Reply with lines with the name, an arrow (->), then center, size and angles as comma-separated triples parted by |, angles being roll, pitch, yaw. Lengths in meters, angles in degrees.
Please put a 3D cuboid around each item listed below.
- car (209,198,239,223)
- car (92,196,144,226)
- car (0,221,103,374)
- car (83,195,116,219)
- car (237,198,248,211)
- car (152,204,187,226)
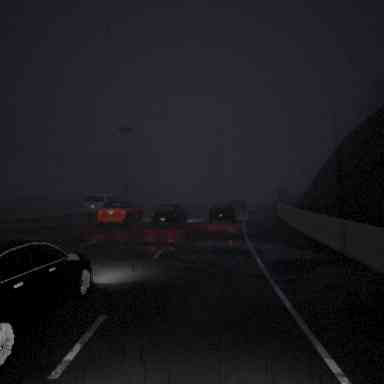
car -> 2.448, 1.509, 26.008 | 1.882, 1.535, 5.008 | 0, 0, 9
car -> -4.987, 1.368, 23.777 | 2.097, 1.767, 4.553 | 0, 0, 8
car -> -3.201, 1.505, 5.525 | 1.837, 1.490, 4.892 | 0, 0, 2
car -> -7.598, 1.239, 29.693 | 2.150, 2.045, 5.566 | 0, 0, 10
car -> 5.892, 1.546, 41.712 | 2.128, 1.511, 4.902 | 0, 0, 15
car -> -1.533, 1.547, 23.385 | 1.812, 1.442, 4.674 | 0, 0, 8
